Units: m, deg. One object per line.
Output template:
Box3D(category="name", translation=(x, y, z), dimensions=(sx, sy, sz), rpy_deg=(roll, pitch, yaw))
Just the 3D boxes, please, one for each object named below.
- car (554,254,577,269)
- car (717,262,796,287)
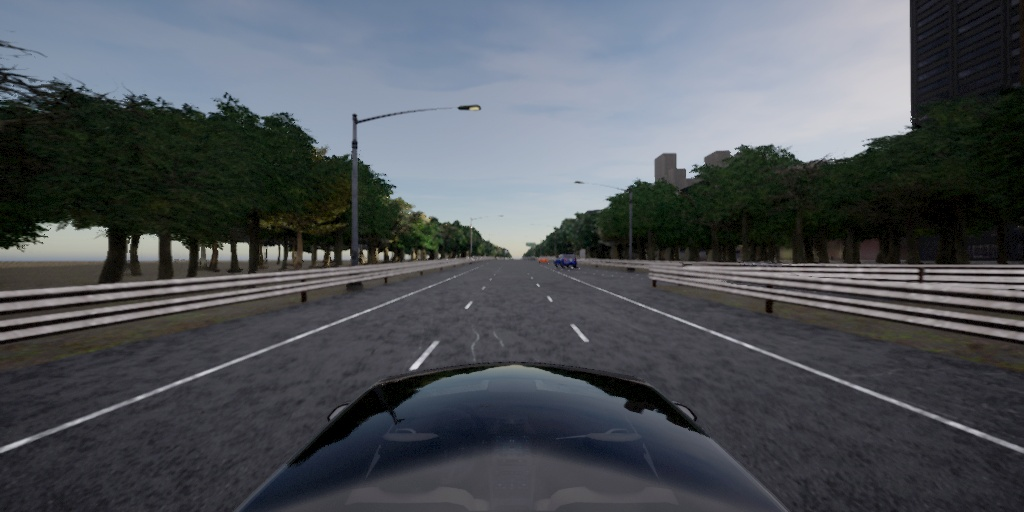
Box3D(category="car", translation=(7.774, 0.701, 52.080), dimensions=(2.150, 2.045, 5.566), rpy_deg=(0, 0, -8))
Box3D(category="car", translation=(15.653, 1.137, 23.520), dimensions=(2.128, 1.511, 4.902), rpy_deg=(0, 0, -24))
